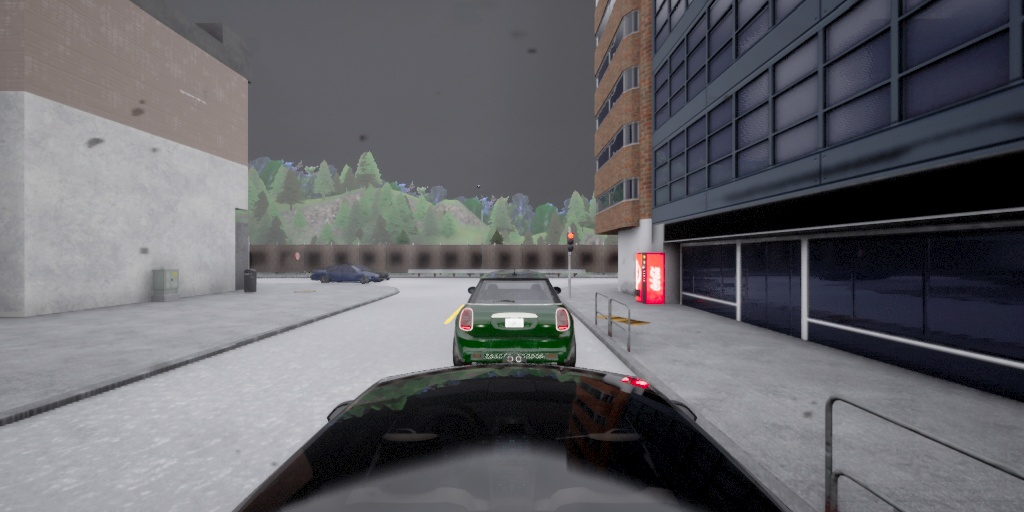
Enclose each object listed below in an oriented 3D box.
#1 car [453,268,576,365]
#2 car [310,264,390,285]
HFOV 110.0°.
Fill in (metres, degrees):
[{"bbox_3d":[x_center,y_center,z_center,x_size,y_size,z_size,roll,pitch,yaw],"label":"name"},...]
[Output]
[{"bbox_3d":[0.055,1.101,7.928,2.097,1.767,4.553,0,0,0],"label":"car"},{"bbox_3d":[-11.567,1.294,25.675,5.357,1.411,2.033,0,0,9],"label":"car"}]
